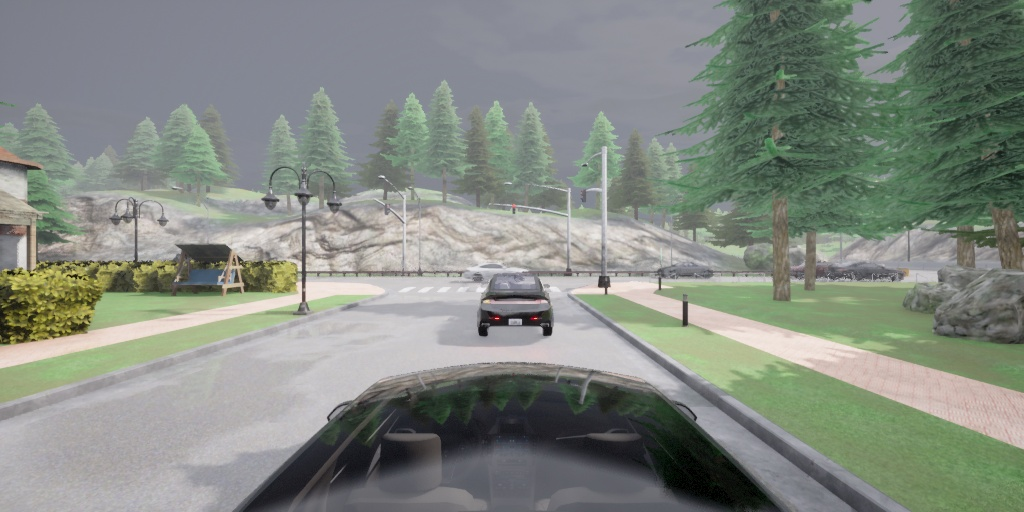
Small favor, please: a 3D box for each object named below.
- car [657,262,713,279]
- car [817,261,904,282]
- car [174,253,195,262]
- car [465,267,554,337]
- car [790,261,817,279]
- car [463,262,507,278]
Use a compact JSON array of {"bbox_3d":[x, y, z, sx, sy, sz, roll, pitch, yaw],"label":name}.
[{"bbox_3d":[14.171,1.151,29.465,4.181,1.385,1.994,0,0,0],"label":"car"},{"bbox_3d":[25.211,1.113,25.765,4.674,1.442,1.812,0,0,0],"label":"car"},{"bbox_3d":[-21.303,0.802,25.840,5.566,2.045,2.150,1,0,0],"label":"car"},{"bbox_3d":[0.094,1.242,10.333,2.128,1.511,4.902,0,0,1],"label":"car"},{"bbox_3d":[24.473,1.113,29.411,4.674,1.442,1.812,0,0,0],"label":"car"},{"bbox_3d":[-1.127,1.157,25.791,4.674,1.442,1.812,0,1,0],"label":"car"}]
